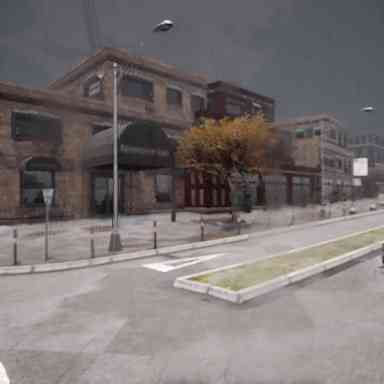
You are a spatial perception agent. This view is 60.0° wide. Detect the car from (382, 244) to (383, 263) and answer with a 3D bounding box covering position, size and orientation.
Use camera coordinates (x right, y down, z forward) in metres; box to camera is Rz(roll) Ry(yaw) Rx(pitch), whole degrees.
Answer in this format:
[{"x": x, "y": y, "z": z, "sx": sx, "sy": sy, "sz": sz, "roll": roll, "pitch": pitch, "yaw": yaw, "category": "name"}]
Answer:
[{"x": 7.381, "y": 1.488, "z": 10.202, "sx": 1.837, "sy": 1.490, "sz": 4.892, "roll": -2, "pitch": -1, "yaw": 45, "category": "car"}]
